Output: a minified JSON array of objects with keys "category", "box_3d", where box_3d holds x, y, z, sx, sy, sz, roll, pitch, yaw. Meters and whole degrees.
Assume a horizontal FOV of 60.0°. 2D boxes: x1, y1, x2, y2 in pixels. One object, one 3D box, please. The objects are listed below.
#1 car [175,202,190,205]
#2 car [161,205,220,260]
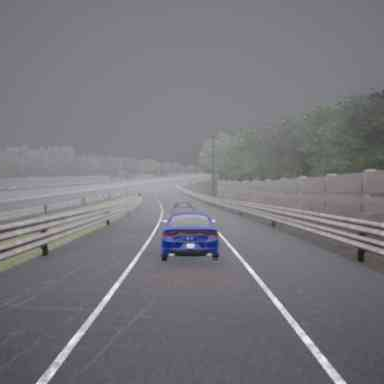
[{"category":"car","box_3d":[-0.750,1.520,26.960,1.994,1.385,4.181,0,0,-3]},{"category":"car","box_3d":[-0.099,1.457,12.427,1.882,1.535,5.008,0,0,-1]}]
